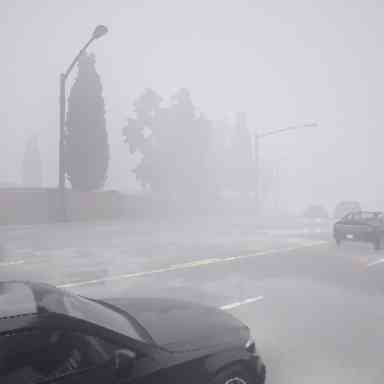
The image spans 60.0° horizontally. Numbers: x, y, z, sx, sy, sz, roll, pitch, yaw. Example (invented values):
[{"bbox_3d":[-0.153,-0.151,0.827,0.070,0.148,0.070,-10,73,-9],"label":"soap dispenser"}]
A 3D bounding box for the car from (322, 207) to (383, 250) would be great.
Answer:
[{"bbox_3d":[8.227,1.654,15.319,4.902,1.511,2.128,2,-1,-44],"label":"car"}]

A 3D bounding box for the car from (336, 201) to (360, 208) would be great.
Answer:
[{"bbox_3d":[17.677,2.008,37.551,2.150,2.045,5.566,0,-2,33],"label":"car"}]

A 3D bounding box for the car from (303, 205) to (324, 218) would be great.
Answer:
[{"bbox_3d":[14.547,2.306,39.188,1.812,1.442,4.674,0,-2,34],"label":"car"}]

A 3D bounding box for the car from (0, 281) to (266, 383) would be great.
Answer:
[{"bbox_3d":[-1.447,1.525,2.725,4.674,1.442,1.812,0,0,-36],"label":"car"}]
